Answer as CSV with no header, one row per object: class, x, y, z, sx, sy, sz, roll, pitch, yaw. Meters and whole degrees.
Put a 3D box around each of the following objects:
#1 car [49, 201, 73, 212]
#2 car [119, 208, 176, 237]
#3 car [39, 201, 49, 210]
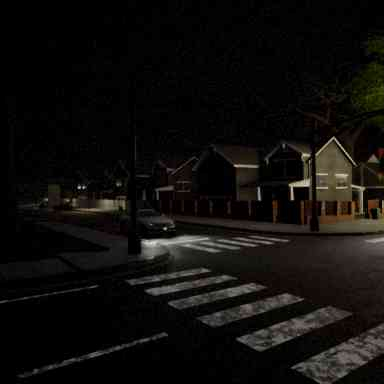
car,-18.255,1.985,47.013,2.128,1.511,4.902,-1,0,-34
car,-2.792,1.718,19.750,1.812,1.442,4.674,-1,0,-35
car,-24.231,2.186,55.542,1.994,1.385,4.181,-1,0,-35
